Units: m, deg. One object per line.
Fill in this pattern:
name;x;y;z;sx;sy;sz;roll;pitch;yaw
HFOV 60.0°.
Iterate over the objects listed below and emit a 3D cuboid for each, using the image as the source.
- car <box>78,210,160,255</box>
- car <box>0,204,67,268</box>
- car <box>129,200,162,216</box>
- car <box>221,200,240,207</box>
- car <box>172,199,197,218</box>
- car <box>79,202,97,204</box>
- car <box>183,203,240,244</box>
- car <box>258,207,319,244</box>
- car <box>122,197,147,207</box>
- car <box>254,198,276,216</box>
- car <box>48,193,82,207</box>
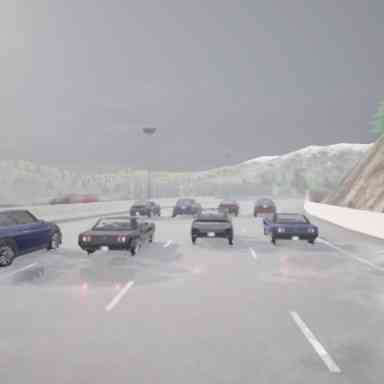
car;-2.747;1.608;13.374;1.895;1.301;4.718;0;0;5
car;-6.370;1.348;11.470;2.097;1.767;4.553;0;0;4
car;-4.088;1.526;29.864;1.837;1.490;4.892;0;0;10
car;3.816;1.521;33.823;1.882;1.535;5.008;0;0;12
car;-0.350;1.383;30.761;2.097;1.767;4.553;0;0;10
car;-16.896;1.233;52.590;2.150;2.045;5.566;0;0;17
car;1.027;1.511;15.980;2.128;1.511;4.902;0;0;6
car;4.519;1.628;15.990;1.895;1.301;4.718;0;0;6
car;-9.215;1.537;53.823;1.837;1.490;4.892;0;0;17
car;7.265;1.404;33.170;2.097;1.767;4.553;0;0;12
car;-20.319;1.225;53.368;2.150;2.045;5.566;0;0;17
